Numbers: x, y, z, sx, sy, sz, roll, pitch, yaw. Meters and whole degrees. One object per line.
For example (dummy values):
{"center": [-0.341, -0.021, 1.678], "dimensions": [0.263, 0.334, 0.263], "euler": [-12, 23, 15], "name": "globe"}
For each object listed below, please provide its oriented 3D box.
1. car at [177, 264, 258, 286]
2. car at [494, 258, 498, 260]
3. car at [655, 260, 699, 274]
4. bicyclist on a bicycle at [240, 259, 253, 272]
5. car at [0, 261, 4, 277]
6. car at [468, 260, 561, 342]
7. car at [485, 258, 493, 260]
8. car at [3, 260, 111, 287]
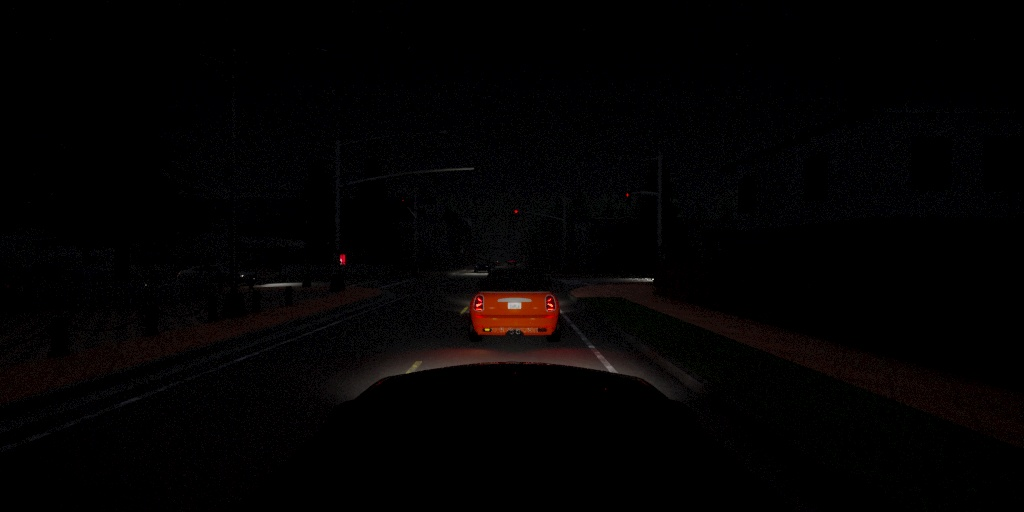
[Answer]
{"center": [-20.005, 1.291, 24.435], "dimensions": [4.674, 1.442, 1.812], "euler": [0, 0, -2], "name": "car"}
{"center": [-3.607, 1.240, 56.662], "dimensions": [2.128, 1.511, 4.902], "euler": [0, 0, 0], "name": "car"}
{"center": [13.016, 1.083, 26.322], "dimensions": [4.553, 1.767, 2.097], "euler": [0, 0, -6], "name": "car"}
{"center": [-23.569, 1.066, 31.794], "dimensions": [0.582, 1.620, 1.656], "euler": [0, 0, -2], "name": "bicyclist on a bicycle"}
{"center": [-39.293, 1.329, 27.537], "dimensions": [4.181, 1.385, 1.994], "euler": [0, 0, -2], "name": "car"}
{"center": [0.069, 1.102, 9.944], "dimensions": [2.097, 1.767, 4.553], "euler": [0, 0, 0], "name": "car"}
{"center": [-3.614, 1.227, 44.784], "dimensions": [1.882, 1.535, 5.008], "euler": [0, 0, 0], "name": "car"}
{"center": [-30.185, 1.243, 24.122], "dimensions": [5.008, 1.535, 1.882], "euler": [0, 0, -1], "name": "car"}
